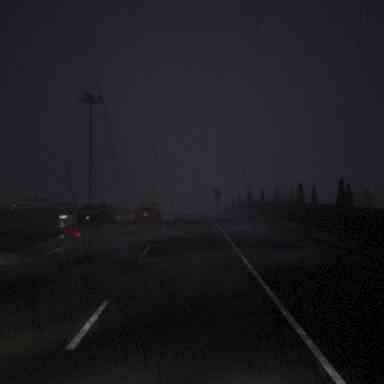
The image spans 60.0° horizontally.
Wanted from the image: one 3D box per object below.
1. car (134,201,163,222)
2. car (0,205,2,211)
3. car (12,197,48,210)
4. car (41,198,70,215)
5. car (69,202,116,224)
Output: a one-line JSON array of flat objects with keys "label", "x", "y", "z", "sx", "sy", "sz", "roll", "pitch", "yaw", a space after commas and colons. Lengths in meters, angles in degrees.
[{"label": "car", "x": -3.407, "y": 1.489, "z": 26.801, "sx": 1.882, "sy": 1.535, "sz": 5.008, "roll": 0, "pitch": 0, "yaw": 0}, {"label": "car", "x": -21.100, "y": 1.627, "z": 33.364, "sx": 2.128, "sy": 1.511, "sz": 4.902, "roll": 0, "pitch": -2, "yaw": 0}, {"label": "car", "x": -17.599, "y": 1.499, "z": 36.887, "sx": 2.150, "sy": 2.045, "sz": 5.566, "roll": 0, "pitch": -3, "yaw": 0}, {"label": "car", "x": -14.101, "y": 1.748, "z": 36.178, "sx": 1.837, "sy": 1.490, "sz": 4.892, "roll": 0, "pitch": -3, "yaw": 0}, {"label": "car", "x": -6.904, "y": 1.495, "z": 24.459, "sx": 2.128, "sy": 1.511, "sz": 4.902, "roll": 0, "pitch": 0, "yaw": 0}]
